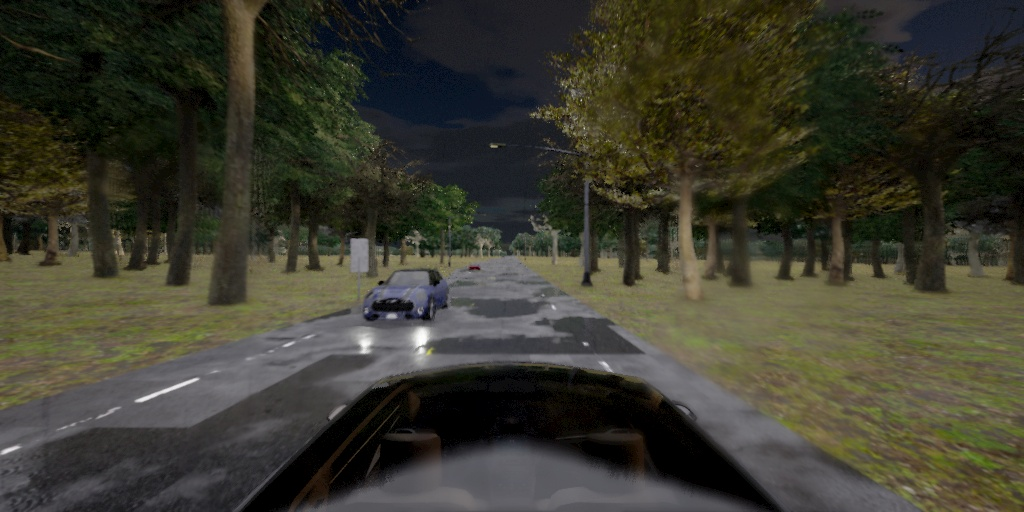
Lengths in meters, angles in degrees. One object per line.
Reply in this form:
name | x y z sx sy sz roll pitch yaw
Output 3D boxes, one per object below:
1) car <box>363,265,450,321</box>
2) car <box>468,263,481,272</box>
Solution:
car | -3.605 1.237 12.997 2.097 1.767 4.553 0 -1 0
car | -5.694 1.702 54.377 1.895 1.301 4.718 0 0 -7
